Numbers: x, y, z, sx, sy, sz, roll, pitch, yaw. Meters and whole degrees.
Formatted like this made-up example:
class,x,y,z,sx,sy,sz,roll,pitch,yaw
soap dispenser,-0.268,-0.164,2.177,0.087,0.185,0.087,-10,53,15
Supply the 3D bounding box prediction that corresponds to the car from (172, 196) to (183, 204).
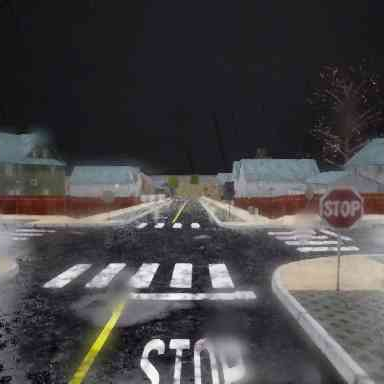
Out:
class,x,y,z,sx,sy,sz,roll,pitch,yaw
car,-2.749,1.563,64.444,2.128,1.511,4.902,0,0,0
